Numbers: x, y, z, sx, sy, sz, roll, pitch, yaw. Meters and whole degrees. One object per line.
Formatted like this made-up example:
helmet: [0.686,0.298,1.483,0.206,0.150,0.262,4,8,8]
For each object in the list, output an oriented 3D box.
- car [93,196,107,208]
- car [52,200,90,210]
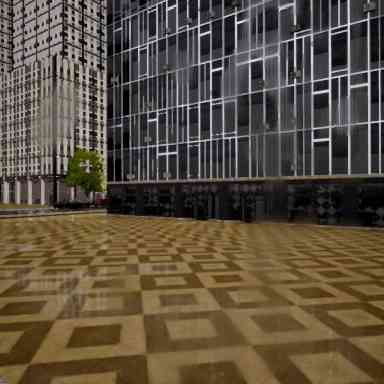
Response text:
car: [-13.459,1.492,53.387,2.192,1.841,5.009,-1,-1,35]
car: [-16.226,1.735,44.802,1.895,1.301,4.718,0,0,35]
